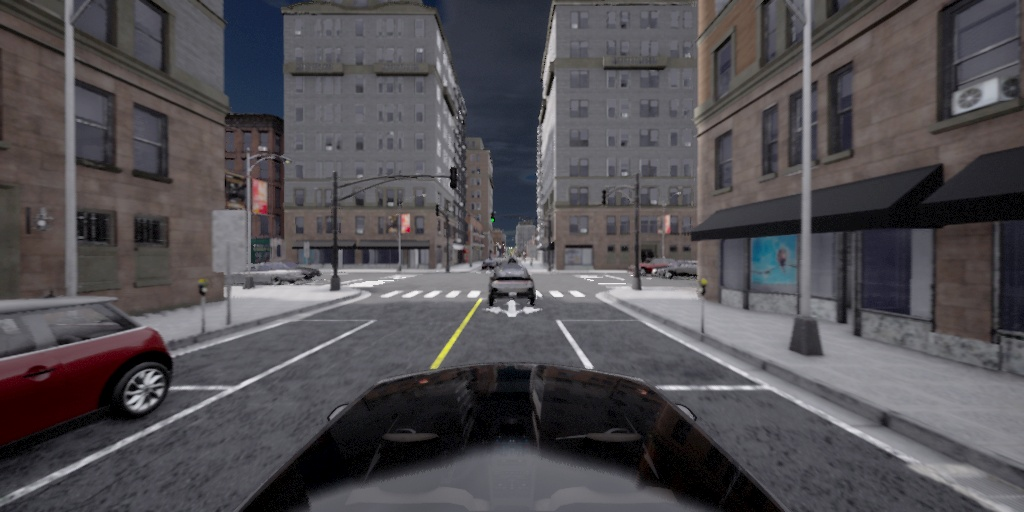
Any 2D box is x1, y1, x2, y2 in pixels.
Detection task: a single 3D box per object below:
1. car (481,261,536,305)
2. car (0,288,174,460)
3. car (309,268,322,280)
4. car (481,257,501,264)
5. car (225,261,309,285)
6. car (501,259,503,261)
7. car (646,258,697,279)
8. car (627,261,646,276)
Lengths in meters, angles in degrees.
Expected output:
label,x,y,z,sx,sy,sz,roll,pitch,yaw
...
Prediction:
label,x,y,z,sx,sy,sz,roll,pitch,yaw
car,-0.089,1.156,15.413,2.128,1.511,4.902,0,0,-3
car,-5.388,1.182,2.905,1.967,1.591,4.097,0,0,0
car,-17.007,1.094,26.312,5.357,1.411,2.033,0,0,0
car,-2.842,1.048,46.073,2.033,1.411,5.357,0,0,1
car,-16.141,1.174,23.063,4.718,1.301,1.895,0,0,0
car,-2.747,0.961,55.957,1.837,1.490,4.892,0,0,0
car,14.214,1.117,29.923,4.902,1.511,2.128,0,0,-2
car,13.110,0.950,33.162,4.553,1.767,2.097,0,0,0
